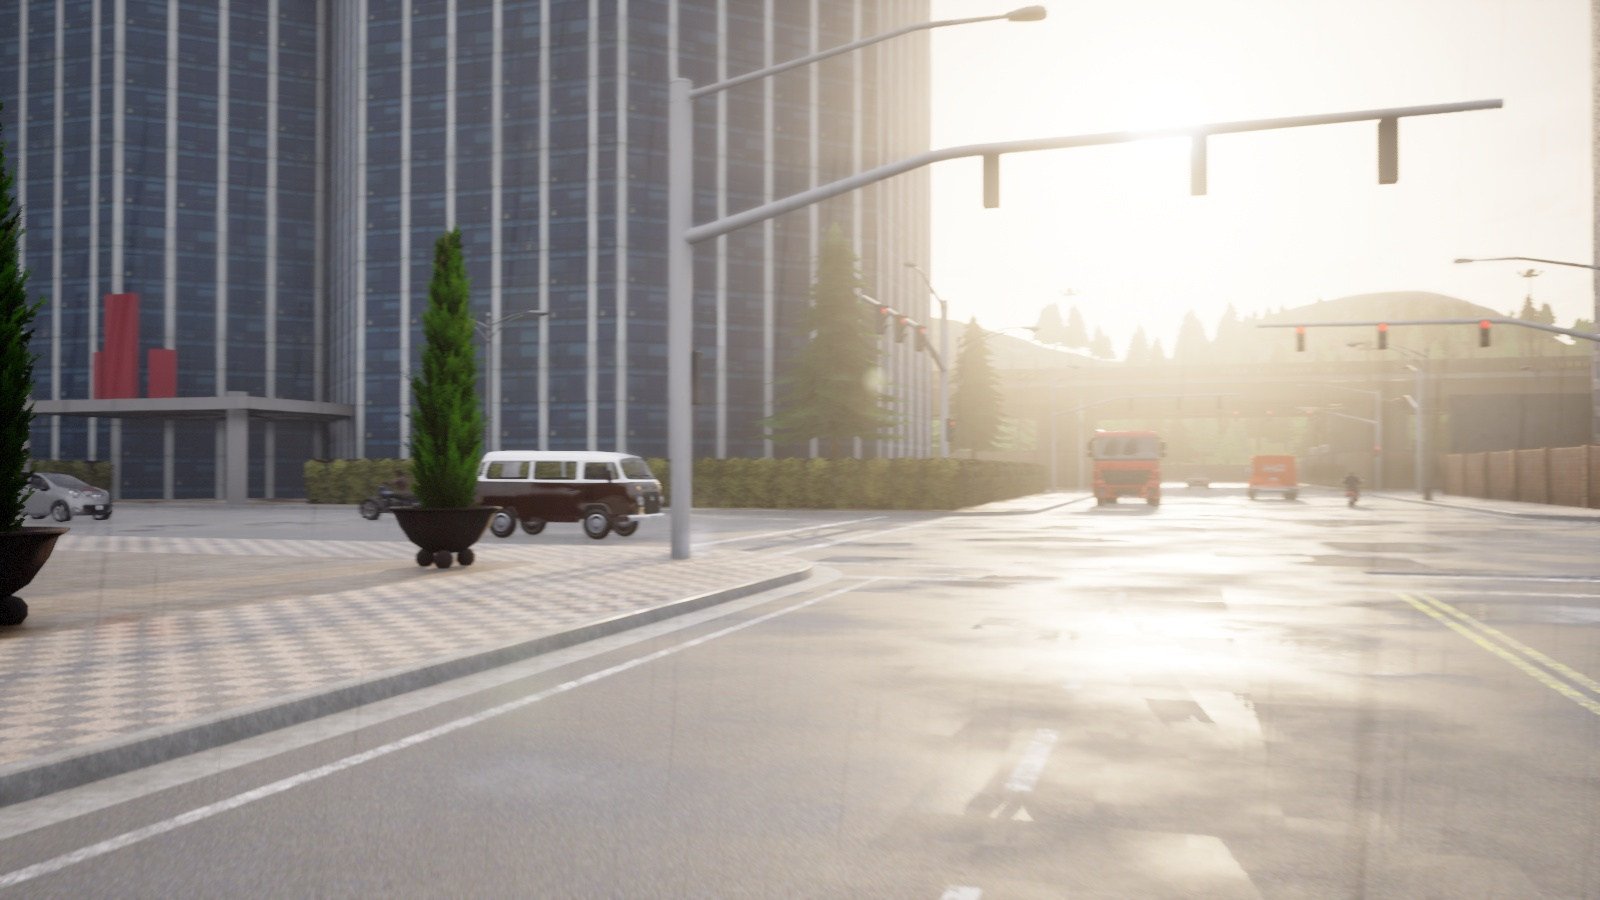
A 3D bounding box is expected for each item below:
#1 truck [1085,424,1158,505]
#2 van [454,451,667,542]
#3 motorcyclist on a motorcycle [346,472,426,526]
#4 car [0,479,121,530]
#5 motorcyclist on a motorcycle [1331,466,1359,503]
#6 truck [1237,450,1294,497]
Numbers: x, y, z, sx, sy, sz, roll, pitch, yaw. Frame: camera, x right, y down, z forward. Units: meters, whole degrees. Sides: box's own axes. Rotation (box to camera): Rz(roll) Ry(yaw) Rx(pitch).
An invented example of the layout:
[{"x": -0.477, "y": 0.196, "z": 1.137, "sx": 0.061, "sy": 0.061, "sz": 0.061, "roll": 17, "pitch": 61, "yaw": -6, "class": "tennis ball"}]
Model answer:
[{"x": 15.061, "y": 0.701, "z": 58.480, "sx": 2.891, "sy": 3.462, "sz": 7.936, "roll": -1, "pitch": -1, "yaw": 17, "class": "truck"}, {"x": -5.649, "y": 1.081, "z": 29.764, "sx": 4.480, "sy": 2.038, "sz": 2.069, "roll": -1, "pitch": -1, "yaw": 16, "class": "van"}, {"x": -12.917, "y": 1.522, "z": 39.213, "sx": 2.350, "sy": 1.649, "sz": 0.766, "roll": -1, "pitch": -1, "yaw": 17, "class": "motorcyclist on a motorcycle"}, {"x": -23.072, "y": 1.651, "z": 38.570, "sx": 3.633, "sy": 1.501, "sz": 1.845, "roll": -1, "pitch": -1, "yaw": 17, "class": "car"}, {"x": 23.873, "y": 1.511, "z": 54.989, "sx": 0.866, "sy": 1.590, "sz": 1.817, "roll": -1, "pitch": -1, "yaw": 31, "class": "motorcyclist on a motorcycle"}, {"x": 25.836, "y": 1.306, "z": 69.855, "sx": 2.627, "sy": 2.467, "sz": 5.204, "roll": -1, "pitch": -1, "yaw": 17, "class": "truck"}]
